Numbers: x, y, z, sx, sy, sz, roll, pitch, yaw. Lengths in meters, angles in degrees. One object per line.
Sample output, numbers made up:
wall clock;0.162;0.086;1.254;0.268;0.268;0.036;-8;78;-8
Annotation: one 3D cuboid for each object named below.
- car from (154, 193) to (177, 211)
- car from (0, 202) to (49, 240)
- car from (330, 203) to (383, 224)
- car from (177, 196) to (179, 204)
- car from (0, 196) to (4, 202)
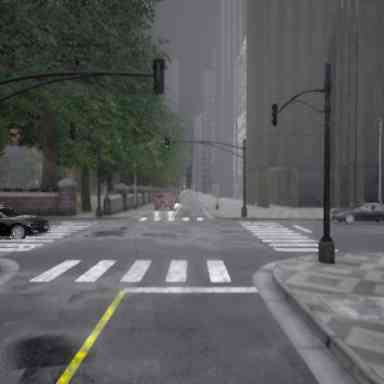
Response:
car;-3.267;1.110;39.868;2.150;2.045;5.566;0;0;0
car;-9.760;1.464;16.536;5.008;1.535;1.882;0;1;0
car;11.536;1.403;22.281;4.403;1.369;2.008;0;1;0
car;-3.295;1.350;61.219;2.128;1.511;4.902;0;0;0
car;-15.129;1.154;22.298;5.009;1.841;2.192;0;1;0
